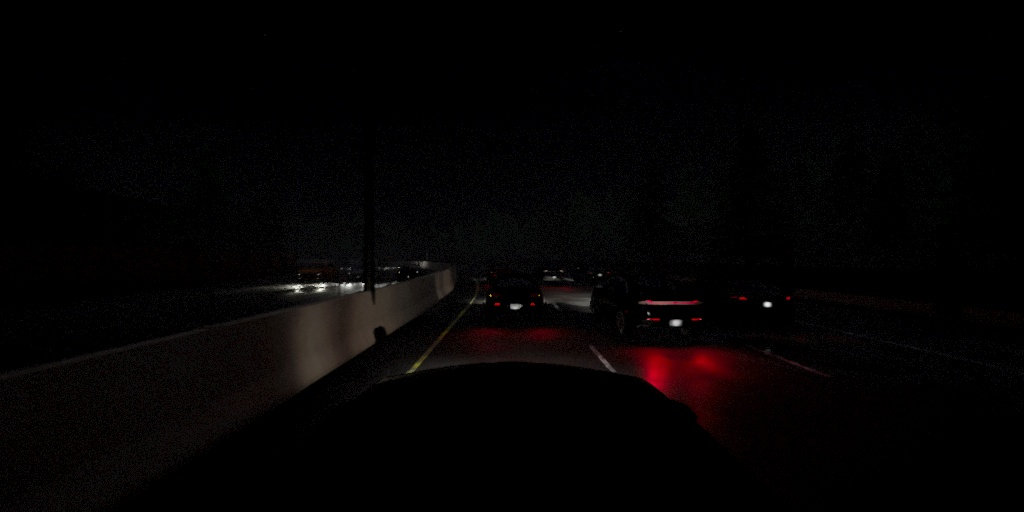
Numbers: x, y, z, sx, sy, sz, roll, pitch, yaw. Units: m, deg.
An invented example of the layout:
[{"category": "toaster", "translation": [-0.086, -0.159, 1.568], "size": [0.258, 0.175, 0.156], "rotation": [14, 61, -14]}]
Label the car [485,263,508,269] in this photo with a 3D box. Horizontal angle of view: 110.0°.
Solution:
[{"category": "car", "translation": [-1.048, 1.300, 27.928], "size": [1.812, 1.442, 4.674], "rotation": [0, 0, -8]}]

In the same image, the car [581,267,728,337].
[{"category": "car", "translation": [3.585, 1.250, 10.258], "size": [2.128, 1.511, 4.902], "rotation": [0, 0, 0]}]

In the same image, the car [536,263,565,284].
[{"category": "car", "translation": [2.623, 1.265, 26.942], "size": [2.128, 1.511, 4.902], "rotation": [0, 0, -6]}]

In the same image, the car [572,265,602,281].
[{"category": "car", "translation": [6.052, 1.338, 27.600], "size": [1.994, 1.385, 4.181], "rotation": [0, 0, -7]}]

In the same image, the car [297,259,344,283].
[{"category": "car", "translation": [-15.519, 1.254, 28.939], "size": [1.882, 1.535, 5.008], "rotation": [0, 0, -10]}]

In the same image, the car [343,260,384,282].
[{"category": "car", "translation": [-12.066, 1.302, 29.420], "size": [1.812, 1.442, 4.674], "rotation": [0, 0, -10]}]

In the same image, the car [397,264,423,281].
[{"category": "car", "translation": [-8.811, 1.379, 31.240], "size": [1.895, 1.301, 4.718], "rotation": [0, 0, -11]}]

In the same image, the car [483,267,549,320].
[{"category": "car", "translation": [0.052, 1.286, 12.565], "size": [1.812, 1.442, 4.674], "rotation": [0, 0, -1]}]

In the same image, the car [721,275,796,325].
[{"category": "car", "translation": [7.073, 1.323, 11.956], "size": [1.994, 1.385, 4.181], "rotation": [0, 0, 0]}]
